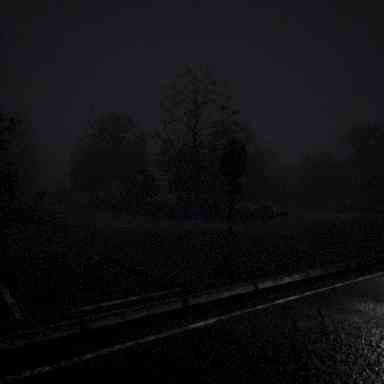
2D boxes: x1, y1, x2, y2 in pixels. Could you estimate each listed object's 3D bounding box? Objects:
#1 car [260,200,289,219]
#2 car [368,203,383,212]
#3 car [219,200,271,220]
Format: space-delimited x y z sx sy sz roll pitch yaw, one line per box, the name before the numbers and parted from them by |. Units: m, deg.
car | 6.904 1.584 31.563 2.185 1.767 4.553 1 -1 -36
car | 26.741 2.133 45.651 2.002 1.452 4.674 1 -1 -35
car | 4.362 1.702 29.663 2.002 1.452 4.674 1 -1 -36
